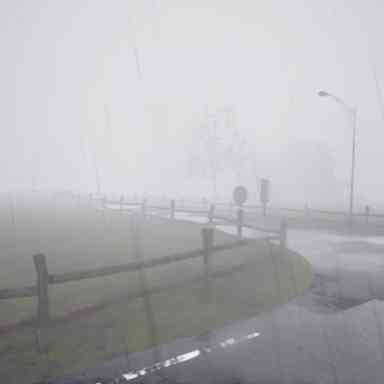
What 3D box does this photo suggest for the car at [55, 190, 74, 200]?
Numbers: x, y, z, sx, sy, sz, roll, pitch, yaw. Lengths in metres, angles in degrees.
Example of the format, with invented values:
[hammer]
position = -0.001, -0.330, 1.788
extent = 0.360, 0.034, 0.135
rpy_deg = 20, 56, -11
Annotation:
[car]
position = -19.084, 0.436, 49.712
extent = 2.128, 1.511, 4.902
rpy_deg = 1, 0, -35
